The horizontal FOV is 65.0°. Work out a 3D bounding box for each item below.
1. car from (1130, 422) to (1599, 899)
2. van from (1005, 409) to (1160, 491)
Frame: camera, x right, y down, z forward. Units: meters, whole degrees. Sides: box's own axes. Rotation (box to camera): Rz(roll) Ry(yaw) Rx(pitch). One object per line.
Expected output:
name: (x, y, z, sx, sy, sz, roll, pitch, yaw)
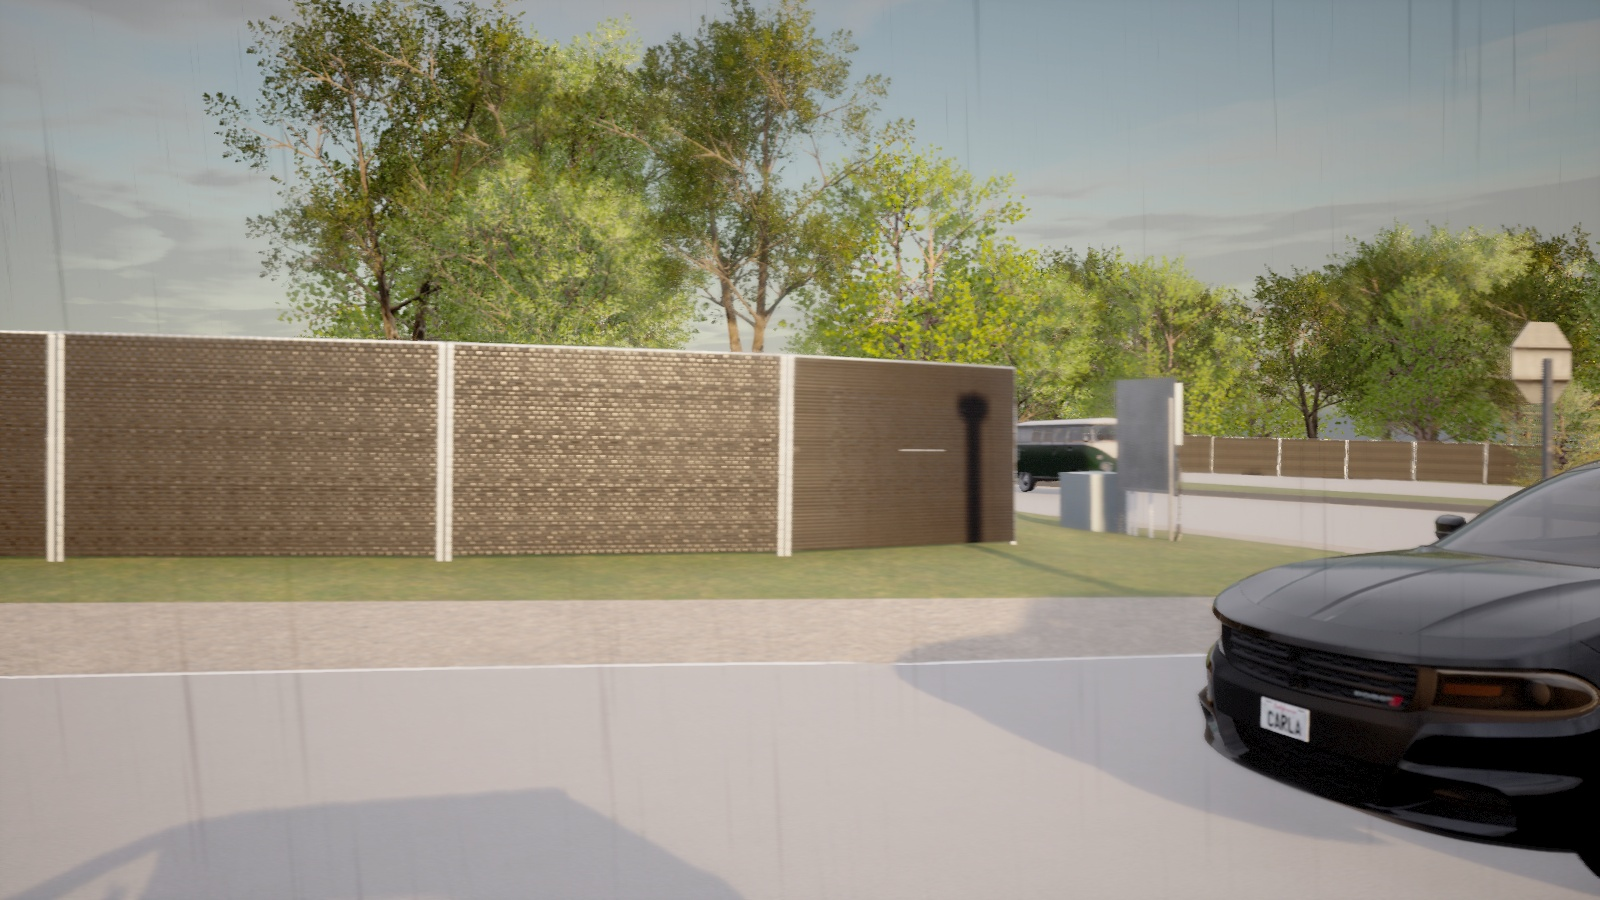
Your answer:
car: (4.123, 0.641, 5.494, 5.008, 1.535, 1.882, -1, 1, -20)
van: (7.394, 0.005, 33.371, 1.775, 1.987, 4.442, -2, 0, -21)
